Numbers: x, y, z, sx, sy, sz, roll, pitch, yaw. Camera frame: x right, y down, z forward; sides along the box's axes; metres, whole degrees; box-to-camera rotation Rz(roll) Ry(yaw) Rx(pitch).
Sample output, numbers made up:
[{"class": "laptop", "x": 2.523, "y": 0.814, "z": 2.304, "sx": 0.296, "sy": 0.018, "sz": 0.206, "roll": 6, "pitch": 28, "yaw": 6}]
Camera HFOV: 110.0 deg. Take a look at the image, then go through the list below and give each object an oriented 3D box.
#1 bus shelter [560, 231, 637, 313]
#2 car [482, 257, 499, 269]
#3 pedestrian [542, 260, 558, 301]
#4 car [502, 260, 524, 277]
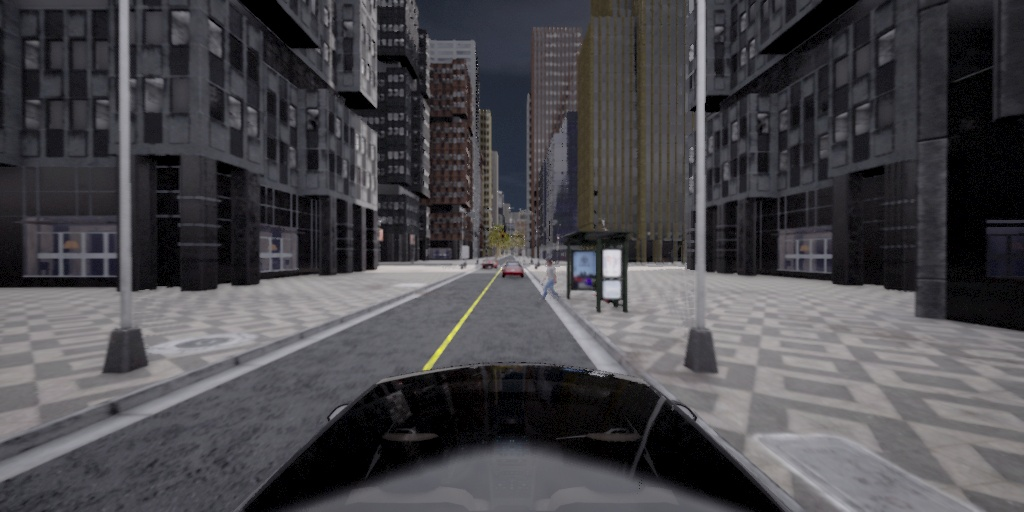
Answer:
[{"class": "bus shelter", "x": 3.136, "y": 0.581, "z": 13.523, "sx": 1.920, "sy": 2.740, "sz": 3.880, "roll": 0, "pitch": 0, "yaw": 0}, {"class": "car", "x": -3.002, "y": 0.901, "z": 50.169, "sx": 2.097, "sy": 1.767, "sz": 4.553, "roll": 0, "pitch": 0, "yaw": 0}, {"class": "pedestrian", "x": 1.596, "y": 0.991, "z": 15.228, "sx": 0.375, "sy": 1.860, "sz": 0.375, "roll": 0, "pitch": 0, "yaw": -10}, {"class": "car", "x": 0.086, "y": 1.189, "z": 33.070, "sx": 1.994, "sy": 1.385, "sz": 4.181, "roll": 0, "pitch": 0, "yaw": 0}]
